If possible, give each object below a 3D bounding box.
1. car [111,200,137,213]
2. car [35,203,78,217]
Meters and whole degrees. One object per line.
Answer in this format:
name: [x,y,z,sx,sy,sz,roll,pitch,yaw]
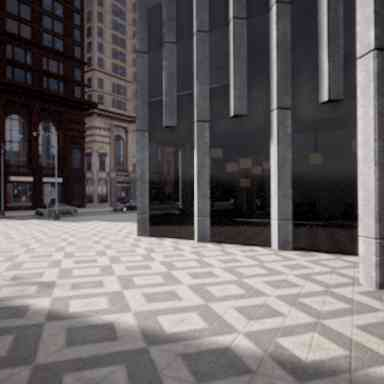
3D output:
car: [-8.218,1.831,43.176,1.837,1.490,4.892,-1,-1,36]
car: [-14.170,1.861,34.844,1.994,1.385,4.181,-1,-1,36]
